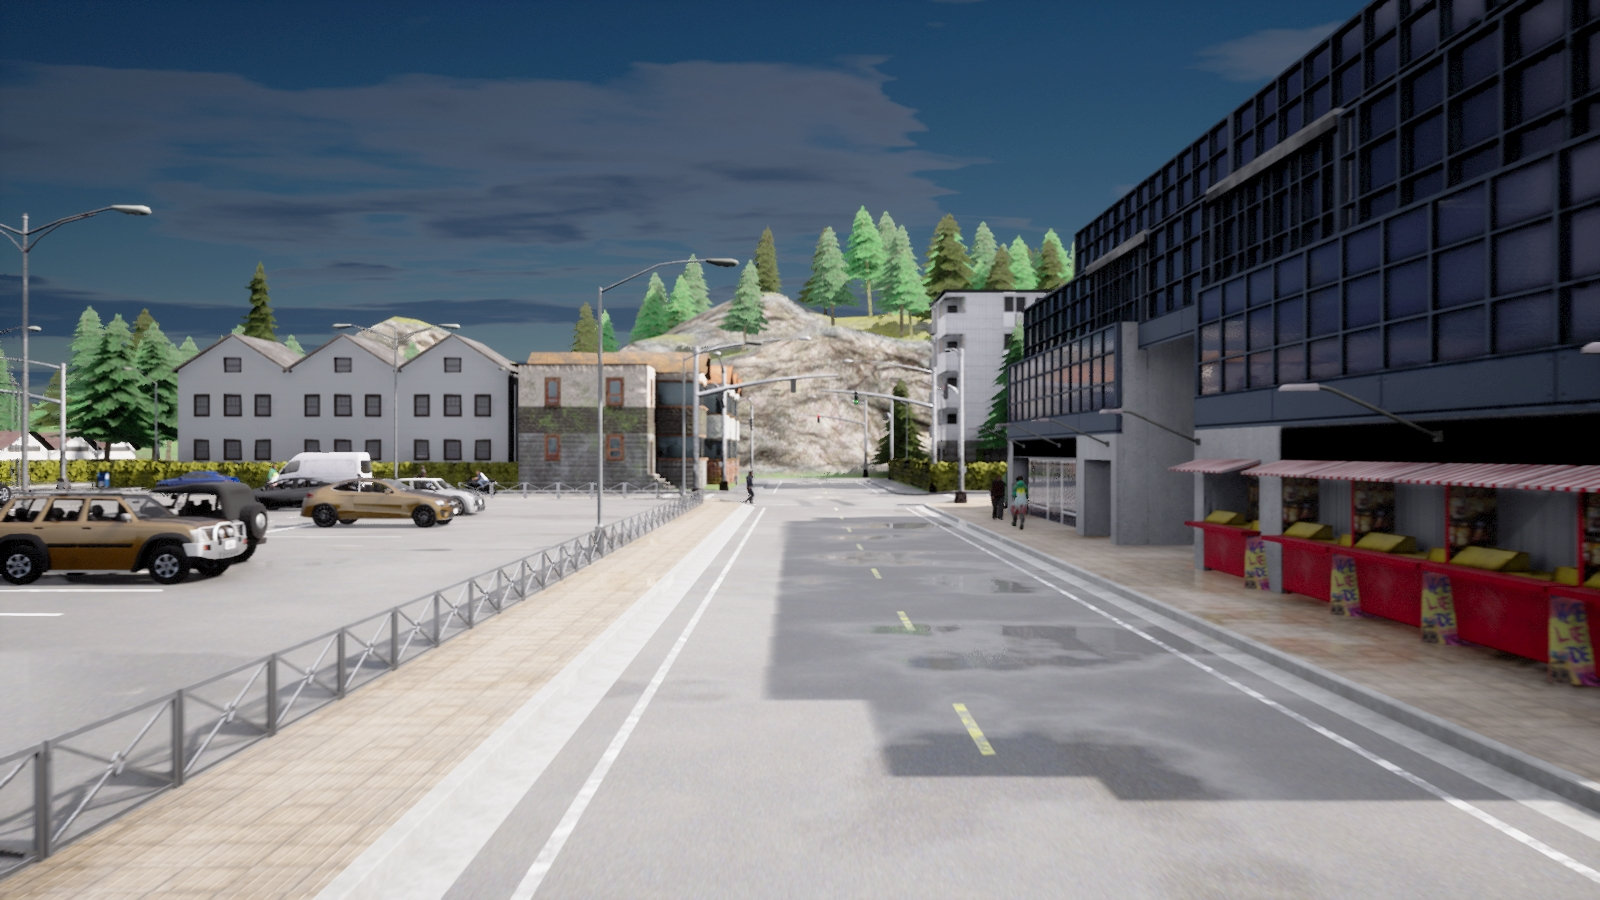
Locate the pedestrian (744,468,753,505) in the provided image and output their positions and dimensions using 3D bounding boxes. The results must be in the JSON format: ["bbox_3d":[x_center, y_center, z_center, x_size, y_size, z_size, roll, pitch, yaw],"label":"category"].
[{"bbox_3d":[-2.632,1.878,58.776,0.375,1.860,0.375,0,0,15],"label":"pedestrian"}]

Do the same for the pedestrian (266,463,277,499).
[{"bbox_3d":[-27.132,1.594,58.680,0.375,1.860,0.375,0,0,4],"label":"pedestrian"}]

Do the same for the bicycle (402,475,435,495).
[{"bbox_3d":[-22.629,2.089,67.722,1.835,1.171,0.329,0,0,0],"label":"bicycle"}]

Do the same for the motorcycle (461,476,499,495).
[{"bbox_3d":[-18.937,2.094,67.666,2.033,1.145,0.803,0,0,0],"label":"motorcycle"}]

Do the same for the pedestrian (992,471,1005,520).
[{"bbox_3d":[7.538,1.735,43.413,0.375,1.860,0.375,0,0,-6],"label":"pedestrian"}]

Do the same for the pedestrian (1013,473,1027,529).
[{"bbox_3d":[7.464,1.728,38.757,0.375,1.860,0.375,0,0,-6],"label":"pedestrian"}]

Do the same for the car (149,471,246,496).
[{"bbox_3d":[-35.659,1.955,67.711,4.674,1.442,2.002,0,0,0],"label":"car"}]

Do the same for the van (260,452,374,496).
[{"bbox_3d":[-28.557,1.411,67.677,5.915,2.561,1.988,0,0,0],"label":"van"}]
